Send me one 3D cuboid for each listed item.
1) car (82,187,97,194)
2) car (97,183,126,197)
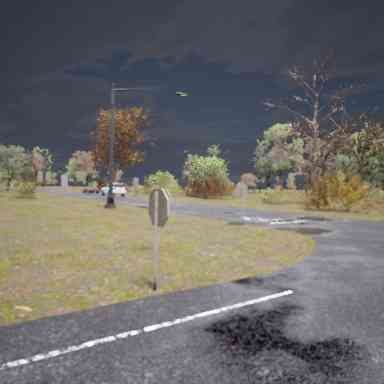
[{"bbox_3d":[-18.146,-0.295,59.534,1.895,1.301,4.718,1,1,-36],"label":"car"},{"bbox_3d":[-12.065,-0.338,51.053,2.150,2.045,5.566,1,1,-36],"label":"car"}]
